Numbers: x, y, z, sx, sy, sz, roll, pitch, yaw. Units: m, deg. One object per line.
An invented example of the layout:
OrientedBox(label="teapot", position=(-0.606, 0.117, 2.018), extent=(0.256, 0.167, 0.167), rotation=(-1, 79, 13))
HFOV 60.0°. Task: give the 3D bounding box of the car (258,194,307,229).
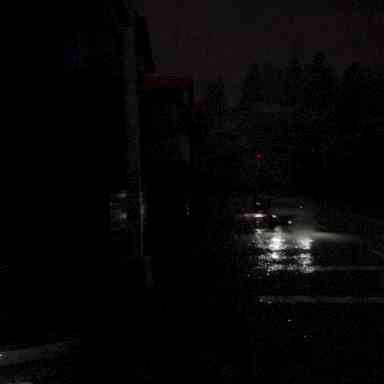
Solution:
OrientedBox(label="car", position=(4.893, 1.091, 18.106), extent=(1.812, 1.442, 4.674), rotation=(-1, 1, 6))

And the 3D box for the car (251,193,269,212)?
OrientedBox(label="car", position=(5.984, 0.826, 27.781), extent=(1.812, 1.442, 4.674), rotation=(-1, 1, 6))
